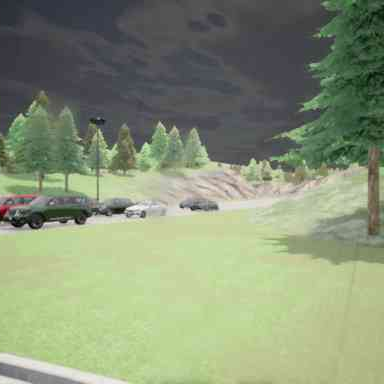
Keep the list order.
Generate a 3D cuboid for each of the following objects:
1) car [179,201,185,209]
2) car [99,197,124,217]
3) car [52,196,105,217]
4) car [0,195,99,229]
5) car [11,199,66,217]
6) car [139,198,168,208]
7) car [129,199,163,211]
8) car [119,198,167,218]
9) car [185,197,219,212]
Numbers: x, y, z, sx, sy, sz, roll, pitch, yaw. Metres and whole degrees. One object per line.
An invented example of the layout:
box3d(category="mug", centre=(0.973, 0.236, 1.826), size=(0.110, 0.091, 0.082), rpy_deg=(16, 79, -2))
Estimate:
box3d(category="car", centre=(0.135, 1.500, 43.585), size=(1.837, 1.490, 4.892), rpy_deg=(0, 0, 32))
box3d(category="car", centre=(-7.452, 1.344, 31.372), size=(2.097, 1.767, 4.553), rpy_deg=(0, 0, 32))
box3d(category="car", centre=(-10.936, 1.342, 32.393), size=(2.097, 1.767, 4.553), rpy_deg=(0, 0, 32))
box3d(category="car", centre=(-9.200, 1.213, 21.897), size=(2.150, 2.045, 5.566), rpy_deg=(0, 0, 32))
box3d(category="car", centre=(-14.925, 1.513, 32.573), size=(1.812, 1.442, 4.674), rpy_deg=(0, 0, 32))
box3d(category="car", centre=(-5.443, 1.554, 47.867), size=(1.994, 1.385, 4.181), rpy_deg=(0, 0, 32))
box3d(category="car", centre=(-5.622, 1.555, 40.957), size=(1.994, 1.385, 4.181), rpy_deg=(0, 0, 32))
box3d(category="car", centre=(-4.065, 1.520, 30.196), size=(1.812, 1.442, 4.674), rpy_deg=(0, 0, 32))
box3d(category="car", centre=(1.476, 1.560, 39.117), size=(1.994, 1.385, 4.181), rpy_deg=(0, 0, 32))
